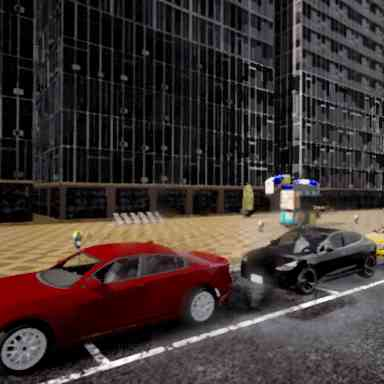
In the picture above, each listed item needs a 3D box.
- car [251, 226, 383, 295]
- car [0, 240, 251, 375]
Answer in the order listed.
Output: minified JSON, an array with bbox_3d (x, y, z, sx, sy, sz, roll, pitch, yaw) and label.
[{"bbox_3d":[3.264,1.635,8.893,4.313,1.339,1.947,1,0,-36],"label":"car"},{"bbox_3d":[-1.349,1.563,5.600,4.507,1.381,1.887,1,0,-36],"label":"car"}]
